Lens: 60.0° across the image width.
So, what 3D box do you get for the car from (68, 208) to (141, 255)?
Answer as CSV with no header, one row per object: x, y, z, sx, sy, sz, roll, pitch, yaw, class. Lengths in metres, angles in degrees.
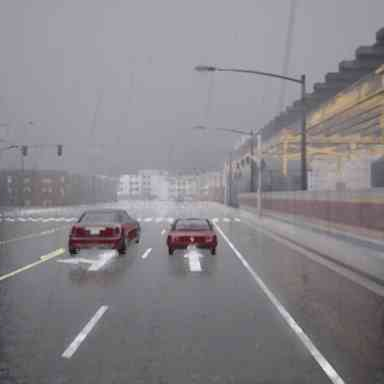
-3.492,1.483,14.088,2.097,1.767,4.553,0,-1,0,car

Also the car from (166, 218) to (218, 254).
0.008,1.734,14.105,1.895,1.301,4.718,0,0,0,car
